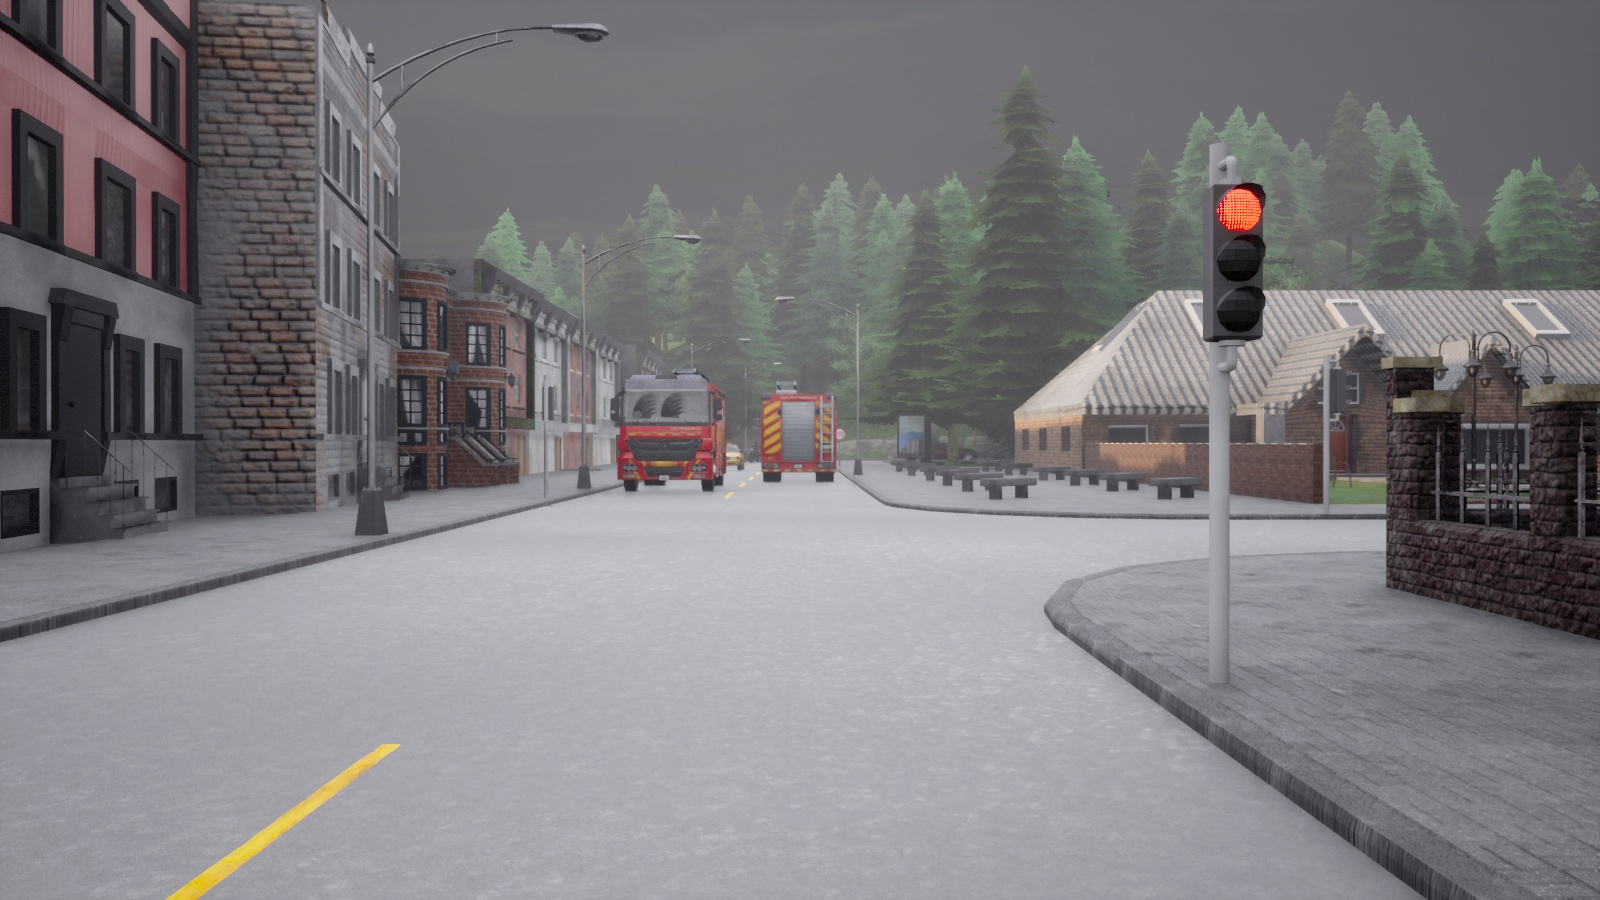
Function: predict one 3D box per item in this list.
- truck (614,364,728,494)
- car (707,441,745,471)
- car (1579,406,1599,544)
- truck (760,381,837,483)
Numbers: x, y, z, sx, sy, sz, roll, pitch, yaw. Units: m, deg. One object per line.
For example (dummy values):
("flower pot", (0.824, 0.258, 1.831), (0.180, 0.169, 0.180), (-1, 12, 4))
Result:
("truck", (-4.048, -0.654, 41.252), (2.891, 3.827, 8.468), (0, 0, 0))
("car", (-4.041, 0.291, 69.265), (1.801, 1.575, 5.366), (0, 0, 0))
("car", (14.694, 0.375, 18.153), (5.566, 2.045, 2.150), (0, 0, -1))
("truck", (-0.053, -0.709, 51.485), (2.891, 3.827, 8.468), (0, 0, 0))
